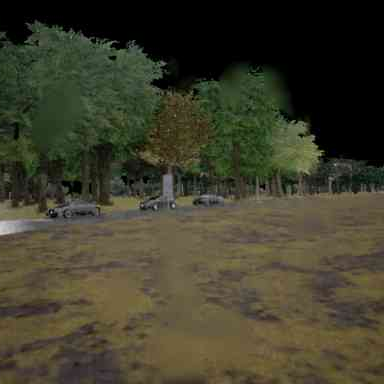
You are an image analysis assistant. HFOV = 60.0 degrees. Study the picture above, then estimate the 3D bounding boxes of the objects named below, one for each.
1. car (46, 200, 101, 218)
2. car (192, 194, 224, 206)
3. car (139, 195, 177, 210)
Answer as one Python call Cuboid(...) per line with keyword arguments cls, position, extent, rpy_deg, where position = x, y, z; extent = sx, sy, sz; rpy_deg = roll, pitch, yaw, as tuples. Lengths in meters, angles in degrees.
Cuboid(cls="car", position=(-9.466, 1.330, 26.745), extent=(1.994, 1.385, 4.181), rpy_deg=(-3, -1, 36))
Cuboid(cls="car", position=(2.163, 1.000, 43.212), extent=(2.033, 1.411, 5.357), rpy_deg=(-3, -1, 35))
Cuboid(cls="car", position=(-3.535, 1.108, 35.163), extent=(1.837, 1.490, 4.892), rpy_deg=(-3, -1, 36))
